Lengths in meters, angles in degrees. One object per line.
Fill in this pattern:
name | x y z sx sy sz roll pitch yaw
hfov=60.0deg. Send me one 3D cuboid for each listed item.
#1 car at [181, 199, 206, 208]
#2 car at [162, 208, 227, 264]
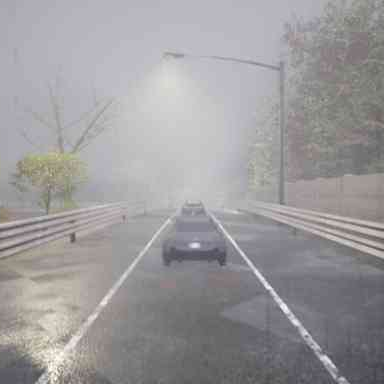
car | 0.128 1.350 27.535 2.128 1.511 4.902 0 0 1
car | 0.086 1.472 11.441 1.994 1.385 4.181 0 0 0
